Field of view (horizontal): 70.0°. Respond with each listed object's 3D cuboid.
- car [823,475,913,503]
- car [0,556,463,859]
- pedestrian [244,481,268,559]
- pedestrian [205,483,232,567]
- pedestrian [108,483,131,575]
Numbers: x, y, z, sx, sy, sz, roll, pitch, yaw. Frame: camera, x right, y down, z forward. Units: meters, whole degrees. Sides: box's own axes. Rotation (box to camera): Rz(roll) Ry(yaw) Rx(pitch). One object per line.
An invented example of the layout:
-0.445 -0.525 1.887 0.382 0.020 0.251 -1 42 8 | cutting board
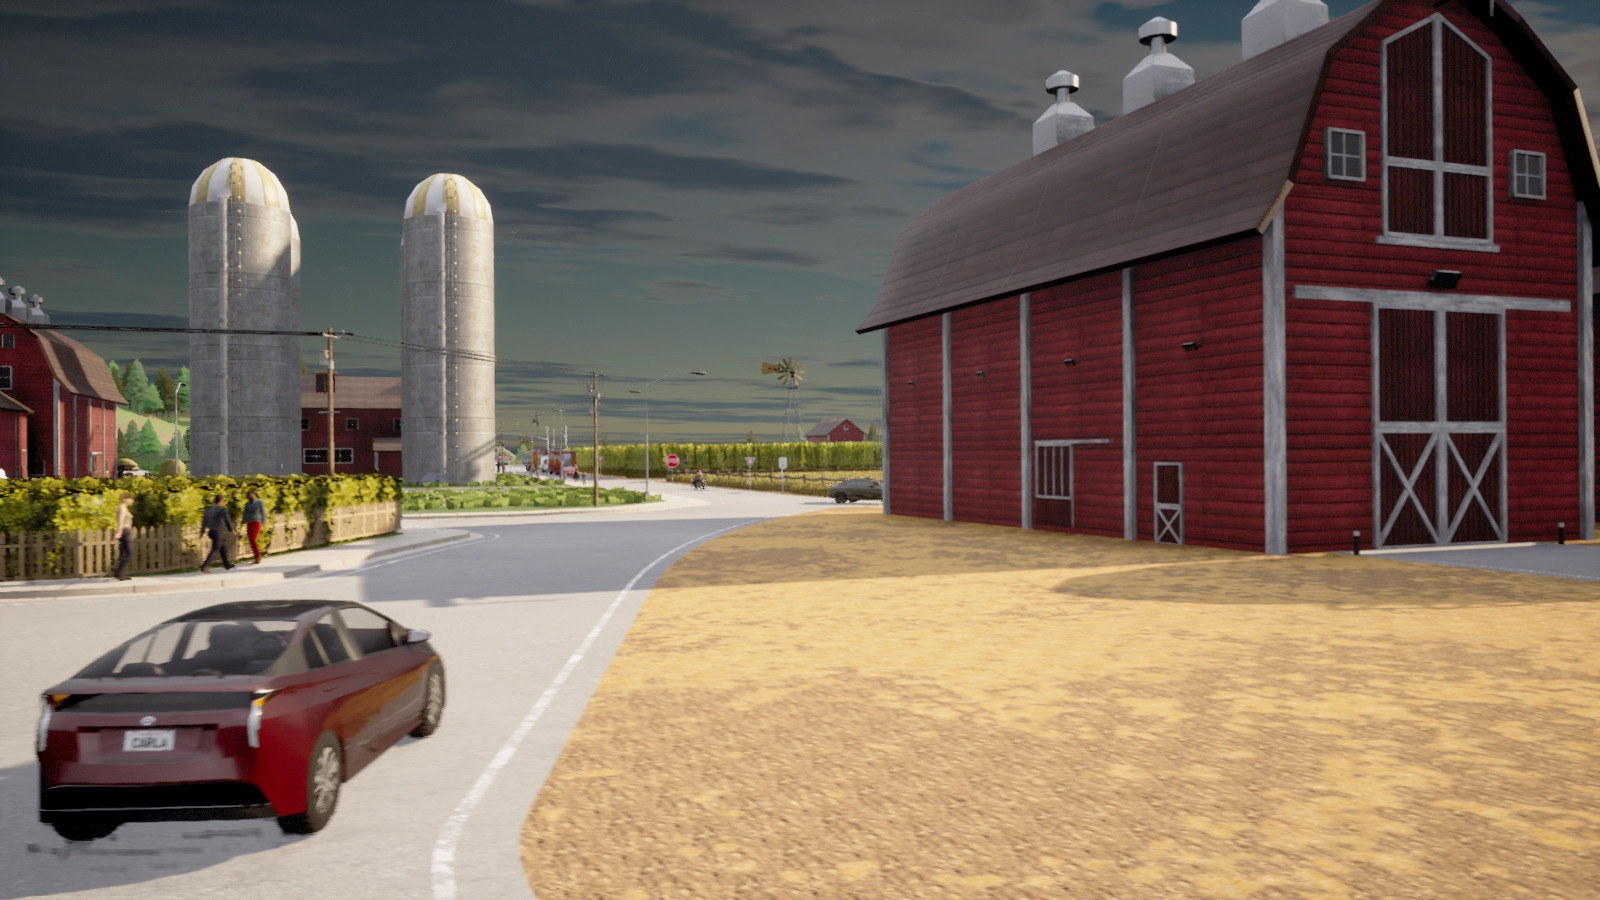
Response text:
3.839 2.159 64.438 4.674 1.442 2.002 0 0 25 | car
-4.404 1.869 9.638 2.007 1.525 4.514 0 0 -3 | car
-13.136 1.693 27.592 0.375 1.860 0.375 0 0 11 | pedestrian
-13.028 1.677 25.585 0.375 1.860 0.375 0 0 18 | pedestrian
-14.054 1.626 23.600 0.375 1.860 0.375 0 0 -36 | pedestrian
